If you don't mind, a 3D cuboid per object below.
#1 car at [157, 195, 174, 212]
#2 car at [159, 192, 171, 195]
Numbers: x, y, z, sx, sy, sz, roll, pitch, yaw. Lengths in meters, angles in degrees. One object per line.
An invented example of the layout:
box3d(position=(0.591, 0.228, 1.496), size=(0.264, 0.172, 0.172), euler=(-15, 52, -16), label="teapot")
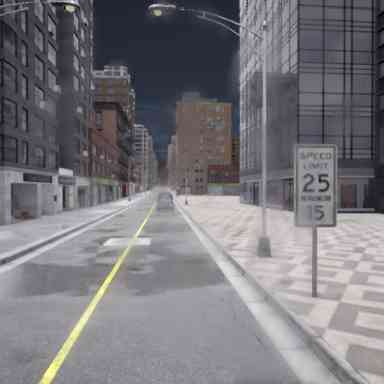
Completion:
box3d(position=(-2.923, 1.381, 36.725), size=(2.033, 1.411, 5.357), euler=(0, 0, -5), label="car")
box3d(position=(-3.827, 0.970, 47.362), size=(2.150, 2.045, 5.566), euler=(0, 1, -5), label="car")
